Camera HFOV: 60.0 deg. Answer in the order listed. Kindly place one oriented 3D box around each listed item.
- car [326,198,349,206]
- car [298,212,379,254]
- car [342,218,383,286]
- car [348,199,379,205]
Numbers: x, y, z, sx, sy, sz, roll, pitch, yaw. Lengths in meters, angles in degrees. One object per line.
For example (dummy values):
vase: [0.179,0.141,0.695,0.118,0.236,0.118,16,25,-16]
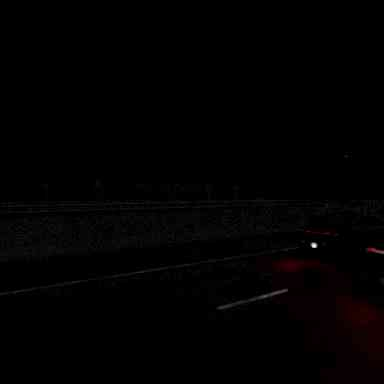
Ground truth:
car: [19.584,1.608,43.742,5.008,1.535,1.882,0,0,-35]
car: [5.998,1.495,12.344,4.892,1.490,1.837,0,0,-35]
car: [6.083,1.480,8.124,4.902,1.511,2.128,0,0,-35]
car: [21.638,1.656,40.905,4.674,1.442,1.812,0,0,-36]
